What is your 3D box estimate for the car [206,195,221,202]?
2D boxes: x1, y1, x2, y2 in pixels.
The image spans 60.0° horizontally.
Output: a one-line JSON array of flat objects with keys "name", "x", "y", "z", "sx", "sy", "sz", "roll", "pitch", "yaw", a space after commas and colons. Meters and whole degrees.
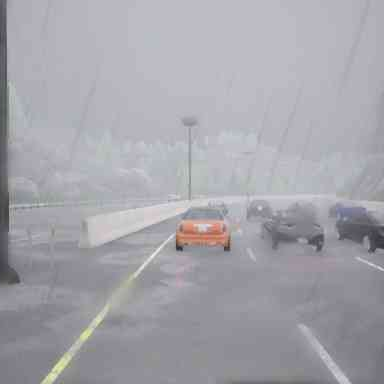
[{"name": "car", "x": 5.047, "y": 1.502, "z": 77.749, "sx": 2.128, "sy": 1.511, "sz": 4.902, "roll": 0, "pitch": 0, "yaw": 22}]

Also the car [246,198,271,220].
[{"name": "car", "x": 5.655, "y": 1.364, "z": 28.192, "sx": 2.097, "sy": 1.767, "sz": 4.553, "roll": 0, "pitch": 0, "yaw": 9}]

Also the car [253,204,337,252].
[{"name": "car", "x": 4.041, "y": 1.492, "z": 13.976, "sx": 2.128, "sy": 1.511, "sz": 4.902, "roll": 0, "pitch": 0, "yaw": 4}]

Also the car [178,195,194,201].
[{"name": "car", "x": -1.372, "y": 1.510, "z": 80.542, "sx": 2.033, "sy": 1.411, "sz": 5.357, "roll": 0, "pitch": 0, "yaw": 22}]

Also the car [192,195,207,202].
[{"name": "car", "x": 1.837, "y": 1.451, "z": 79.145, "sx": 1.882, "sy": 1.535, "sz": 5.008, "roll": 0, "pitch": 0, "yaw": 22}]

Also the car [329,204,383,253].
[{"name": "car", "x": 7.531, "y": 1.482, "z": 13.713, "sx": 1.882, "sy": 1.535, "sz": 5.008, "roll": 0, "pitch": 0, "yaw": 4}]

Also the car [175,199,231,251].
[{"name": "car", "x": 0.548, "y": 1.363, "z": 14.210, "sx": 2.097, "sy": 1.767, "sz": 4.553, "roll": 0, "pitch": 0, "yaw": 4}]

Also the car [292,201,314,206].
[{"name": "car", "x": 9.119, "y": 1.493, "z": 27.695, "sx": 2.128, "sy": 1.511, "sz": 4.902, "roll": 0, "pitch": 0, "yaw": 9}]

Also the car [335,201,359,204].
[{"name": "car", "x": 12.580, "y": 1.482, "z": 27.169, "sx": 1.882, "sy": 1.535, "sz": 5.008, "roll": 0, "pitch": 0, "yaw": 9}]
